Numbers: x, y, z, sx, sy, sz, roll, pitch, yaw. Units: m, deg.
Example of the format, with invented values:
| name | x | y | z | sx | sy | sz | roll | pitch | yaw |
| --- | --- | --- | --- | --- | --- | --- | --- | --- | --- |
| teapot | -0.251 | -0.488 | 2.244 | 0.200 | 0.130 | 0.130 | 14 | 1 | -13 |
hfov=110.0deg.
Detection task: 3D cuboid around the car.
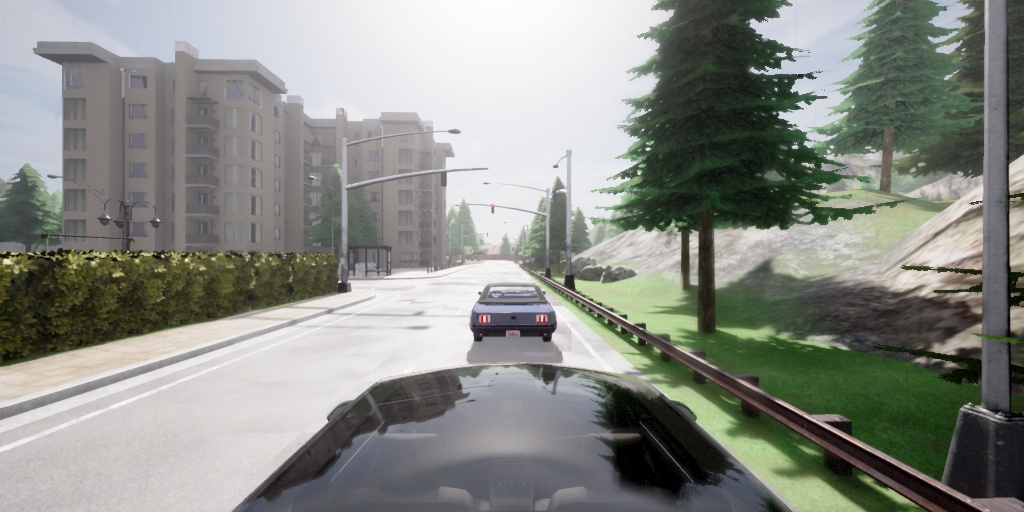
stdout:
| name | x | y | z | sx | sy | sz | roll | pitch | yaw |
| --- | --- | --- | --- | --- | --- | --- | --- | --- | --- |
| car | -0.003 | 1.350 | 9.771 | 1.895 | 1.301 | 4.718 | 0 | 0 | -1 |
